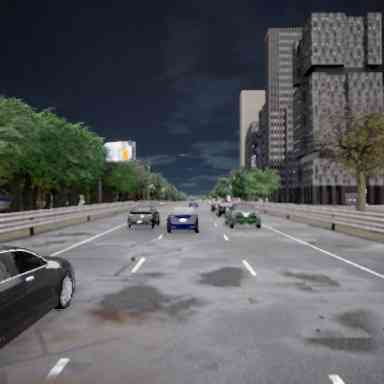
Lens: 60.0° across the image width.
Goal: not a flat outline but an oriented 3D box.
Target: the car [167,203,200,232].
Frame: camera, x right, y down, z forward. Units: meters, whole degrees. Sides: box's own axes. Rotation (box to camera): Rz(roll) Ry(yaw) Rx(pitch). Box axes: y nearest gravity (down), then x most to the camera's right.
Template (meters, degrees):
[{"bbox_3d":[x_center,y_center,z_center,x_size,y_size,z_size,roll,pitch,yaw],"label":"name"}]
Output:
[{"bbox_3d":[-0.521,1.714,21.780,2.163,1.488,4.792,0,0,0],"label":"car"}]

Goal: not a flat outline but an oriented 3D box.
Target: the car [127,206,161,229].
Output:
[{"bbox_3d":[-3.339,1.719,23.653,2.128,1.511,4.902,0,-1,0],"label":"car"}]

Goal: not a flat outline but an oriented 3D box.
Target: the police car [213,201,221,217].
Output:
[{"bbox_3d":[3.594,1.767,35.115,1.930,1.638,5.238,0,-1,0],"label":"police car"}]

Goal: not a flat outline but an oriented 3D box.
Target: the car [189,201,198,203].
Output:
[{"bbox_3d":[0.287,2.470,66.014,1.812,1.442,4.674,0,-2,0],"label":"car"}]

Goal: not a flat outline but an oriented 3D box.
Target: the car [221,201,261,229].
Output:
[{"bbox_3d":[3.562,1.584,23.979,2.097,1.767,4.553,0,-1,0],"label":"car"}]

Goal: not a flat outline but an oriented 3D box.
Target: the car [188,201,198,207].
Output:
[{"bbox_3d":[0.253,2.805,77.751,2.128,1.511,4.902,0,-2,0],"label":"car"}]

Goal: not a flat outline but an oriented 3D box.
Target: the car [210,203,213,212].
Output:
[{"bbox_3d":[3.635,1.997,46.033,2.163,1.488,4.792,0,-1,0],"label":"car"}]

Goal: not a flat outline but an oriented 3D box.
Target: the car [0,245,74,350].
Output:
[{"bbox_3d":[-3.389,1.557,5.115,1.837,1.490,4.892,0,0,0],"label":"car"}]
